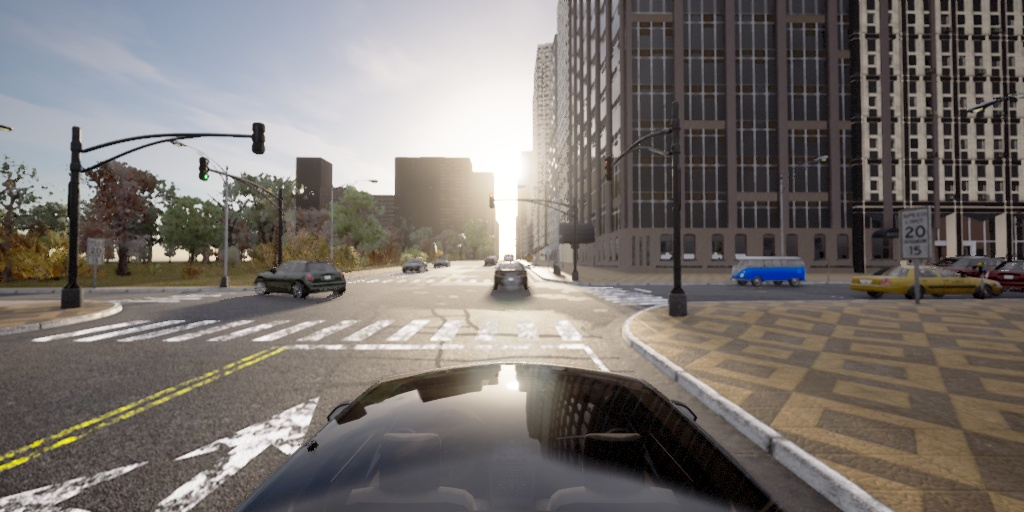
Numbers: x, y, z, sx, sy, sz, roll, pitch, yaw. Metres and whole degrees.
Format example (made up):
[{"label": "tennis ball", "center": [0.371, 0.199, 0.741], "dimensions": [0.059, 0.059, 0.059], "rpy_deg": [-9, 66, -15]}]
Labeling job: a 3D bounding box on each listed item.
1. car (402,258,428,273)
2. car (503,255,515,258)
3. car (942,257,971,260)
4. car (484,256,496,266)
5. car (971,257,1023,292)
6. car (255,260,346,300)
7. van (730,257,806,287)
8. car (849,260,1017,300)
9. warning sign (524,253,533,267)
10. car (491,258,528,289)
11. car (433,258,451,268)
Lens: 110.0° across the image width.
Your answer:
[{"label": "car", "center": [-10.170, 1.009, 37.855], "dimensions": [1.837, 1.490, 4.892], "rpy_deg": [0, 1, 0]}, {"label": "car", "center": [-0.556, 0.968, 62.848], "dimensions": [1.994, 1.385, 4.181], "rpy_deg": [0, 0, -1]}, {"label": "car", "center": [24.730, 0.852, 19.738], "dimensions": [4.553, 1.767, 2.097], "rpy_deg": [0, -1, -1]}, {"label": "car", "center": [-3.805, 0.909, 62.786], "dimensions": [1.837, 1.490, 4.892], "rpy_deg": [0, 0, -1]}, {"label": "car", "center": [21.630, 0.848, 14.240], "dimensions": [4.097, 1.591, 1.967], "rpy_deg": [0, 0, -1]}, {"label": "car", "center": [-10.153, 0.988, 17.133], "dimensions": [4.553, 1.767, 2.097], "rpy_deg": [0, 1, 29]}, {"label": "van", "center": [15.763, 0.939, 22.140], "dimensions": [3.998, 1.789, 1.690], "rpy_deg": [0, 0, -1]}, {"label": "car", "center": [16.217, 0.963, 14.124], "dimensions": [4.829, 1.417, 1.751], "rpy_deg": [0, 0, -1]}, {"label": "warning sign", "center": [2.404, 0.558, 50.957], "dimensions": [1.300, 1.860, 1.060], "rpy_deg": [0, 0, -1]}, {"label": "car", "center": [-0.078, 1.083, 21.604], "dimensions": [1.882, 1.535, 5.008], "rpy_deg": [0, 0, 0]}, {"label": "car", "center": [-10.298, 0.999, 52.904], "dimensions": [1.994, 1.385, 4.181], "rpy_deg": [0, 0, 0]}]
